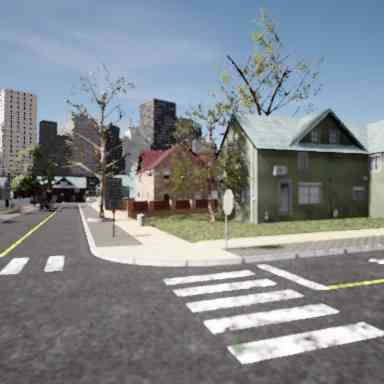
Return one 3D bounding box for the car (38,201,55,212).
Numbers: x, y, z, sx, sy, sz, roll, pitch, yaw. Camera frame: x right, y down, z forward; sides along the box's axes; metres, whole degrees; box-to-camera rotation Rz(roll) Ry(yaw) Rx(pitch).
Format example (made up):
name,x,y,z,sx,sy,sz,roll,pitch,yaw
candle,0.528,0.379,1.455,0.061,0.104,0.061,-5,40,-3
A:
name,x,y,z,sx,sy,sz,roll,pitch,yaw
car,-20.922,2.020,47.955,1.837,1.490,4.892,0,-1,-19
